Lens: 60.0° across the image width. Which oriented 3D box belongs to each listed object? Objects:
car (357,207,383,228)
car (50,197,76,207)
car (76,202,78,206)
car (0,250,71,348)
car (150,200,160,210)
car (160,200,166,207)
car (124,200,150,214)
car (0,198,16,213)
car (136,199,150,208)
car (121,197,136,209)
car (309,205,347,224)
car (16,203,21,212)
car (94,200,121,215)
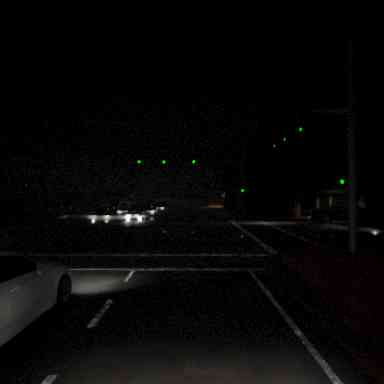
[{"bbox_3d":[15.125,1.778,24.337,5.008,1.535,1.882,0,-1,0],"label":"car"},{"bbox_3d":[-24.863,1.938,63.590,3.866,1.878,1.905,0,-1,0],"label":"car"},{"bbox_3d":[-24.847,2.213,66.482,3.806,1.475,1.970,0,-1,0],"label":"car"},{"bbox_3d":[-3.432,1.590,5.083,1.812,1.442,4.674,0,-1,0],"label":"car"},{"bbox_3d":[-6.877,2.168,53.942,1.837,1.490,4.892,0,-1,2],"label":"car"},{"bbox_3d":[-6.421,2.393,67.470,1.994,1.385,4.181,0,-1,2],"label":"car"},{"bbox_3d":[-7.145,2.137,43.582,1.895,1.301,4.718,0,-1,0],"label":"car"},{"bbox_3d":[-24.921,1.659,41.074,4.605,1.855,1.932,0,-1,0],"label":"car"},{"bbox_3d":[-9.924,2.307,67.433,1.882,1.535,5.008,0,-1,2],"label":"car"},{"bbox_3d":[-10.382,1.886,54.049,2.150,2.045,5.566,0,-1,1],"label":"car"},{"bbox_3d":[12.368,1.834,27.850,4.902,1.511,2.128,0,-1,0],"label":"car"},{"bbox_3d":[-24.862,1.697,43.967,3.866,1.878,1.905,0,-1,0],"label":"car"},{"bbox_3d":[-10.677,1.988,41.492,1.882,1.535,5.008,0,-1,1],"label":"car"}]
